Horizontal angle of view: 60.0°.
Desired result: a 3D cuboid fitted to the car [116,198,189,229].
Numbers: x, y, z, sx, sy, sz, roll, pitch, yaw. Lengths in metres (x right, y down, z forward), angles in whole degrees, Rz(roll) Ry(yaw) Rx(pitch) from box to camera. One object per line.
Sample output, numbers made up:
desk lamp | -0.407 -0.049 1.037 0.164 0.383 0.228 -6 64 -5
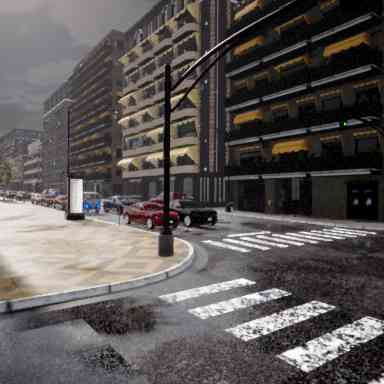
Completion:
car | -2.408 1.261 19.080 1.887 1.381 4.507 2 0 -36

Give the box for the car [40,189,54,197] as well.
car | -32.324 0.272 74.286 1.967 1.590 4.097 2 0 -36

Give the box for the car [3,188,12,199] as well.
car | -32.421 0.471 60.202 1.887 1.381 4.507 2 0 -36

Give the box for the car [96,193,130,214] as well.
car | -6.004 1.083 28.382 2.128 1.511 4.902 1 0 -36

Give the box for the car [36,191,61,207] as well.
car | -15.747 0.909 37.356 1.887 1.381 4.507 2 0 -36

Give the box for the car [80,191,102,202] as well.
car | -15.650 0.711 51.441 1.967 1.590 4.097 2 0 -36

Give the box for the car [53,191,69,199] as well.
car | -25.757 0.530 65.286 1.752 1.417 4.829 2 0 -36

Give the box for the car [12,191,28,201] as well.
car | -25.748 0.542 51.063 1.967 1.590 4.097 2 0 -36

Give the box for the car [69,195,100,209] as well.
car | -11.826 1.039 36.369 1.895 1.301 4.718 1 0 -36

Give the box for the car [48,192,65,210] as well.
car | -12.412 0.997 32.787 1.887 1.381 4.507 2 0 -36

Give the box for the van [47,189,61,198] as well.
van | -28.986 0.261 69.717 1.690 1.788 3.998 2 0 -36

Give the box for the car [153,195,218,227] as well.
car | -0.419 1.217 20.723 1.882 1.535 5.008 1 0 -35

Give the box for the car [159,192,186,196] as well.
car | -2.307 0.937 33.164 2.192 1.841 5.009 2 0 -36

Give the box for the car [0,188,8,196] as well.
car | -42.419 -0.022 73.909 2.192 1.841 5.009 2 0 -36

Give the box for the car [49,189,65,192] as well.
car | -17.683 0.635 44.462 2.097 1.767 4.553 1 0 -36

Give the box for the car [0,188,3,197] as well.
car | -39.091 0.301 69.339 2.008 1.369 4.403 2 0 -36

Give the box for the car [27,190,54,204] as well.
car | -18.981 0.805 41.788 1.752 1.417 4.829 2 0 -36

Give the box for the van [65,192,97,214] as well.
van | -9.071 0.881 28.218 1.690 1.788 3.998 2 0 -36
